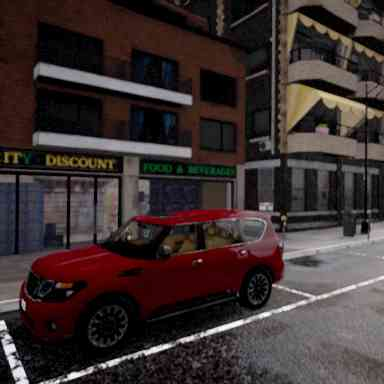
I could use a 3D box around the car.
[{"bbox_3d":[-0.383,1.306,6.267,5.009,1.841,2.192,0,1,-35],"label":"car"}]
